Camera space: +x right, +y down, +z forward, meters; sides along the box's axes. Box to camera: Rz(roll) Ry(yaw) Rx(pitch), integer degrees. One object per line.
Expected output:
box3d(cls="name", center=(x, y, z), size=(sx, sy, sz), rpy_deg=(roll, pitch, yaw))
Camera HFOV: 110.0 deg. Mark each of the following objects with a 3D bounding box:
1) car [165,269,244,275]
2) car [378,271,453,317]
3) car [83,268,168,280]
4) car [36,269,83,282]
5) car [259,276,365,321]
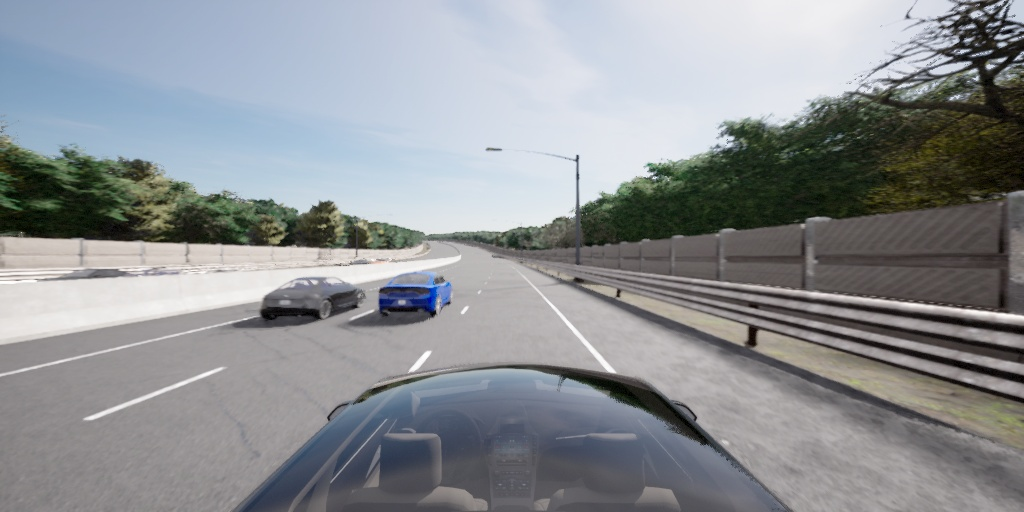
box3d(cls="car", center=(-17.776, 1.512, 21.824), size=(1.895, 1.301, 4.718), rpy_deg=(0, 0, -1))
box3d(cls="car", center=(-3.474, 1.314, 13.727), size=(1.882, 1.535, 5.008), rpy_deg=(0, 0, -1))
box3d(cls="car", center=(-21.265, 1.464, 21.374), size=(2.033, 1.411, 5.357), rpy_deg=(0, 0, -1))
box3d(cls="car", center=(-24.765, 1.449, 21.143), size=(1.812, 1.442, 4.674), rpy_deg=(0, 0, -1))
box3d(cls="car", center=(-6.968, 1.403, 12.983), size=(1.994, 1.385, 4.181), rpy_deg=(0, 0, -1))
